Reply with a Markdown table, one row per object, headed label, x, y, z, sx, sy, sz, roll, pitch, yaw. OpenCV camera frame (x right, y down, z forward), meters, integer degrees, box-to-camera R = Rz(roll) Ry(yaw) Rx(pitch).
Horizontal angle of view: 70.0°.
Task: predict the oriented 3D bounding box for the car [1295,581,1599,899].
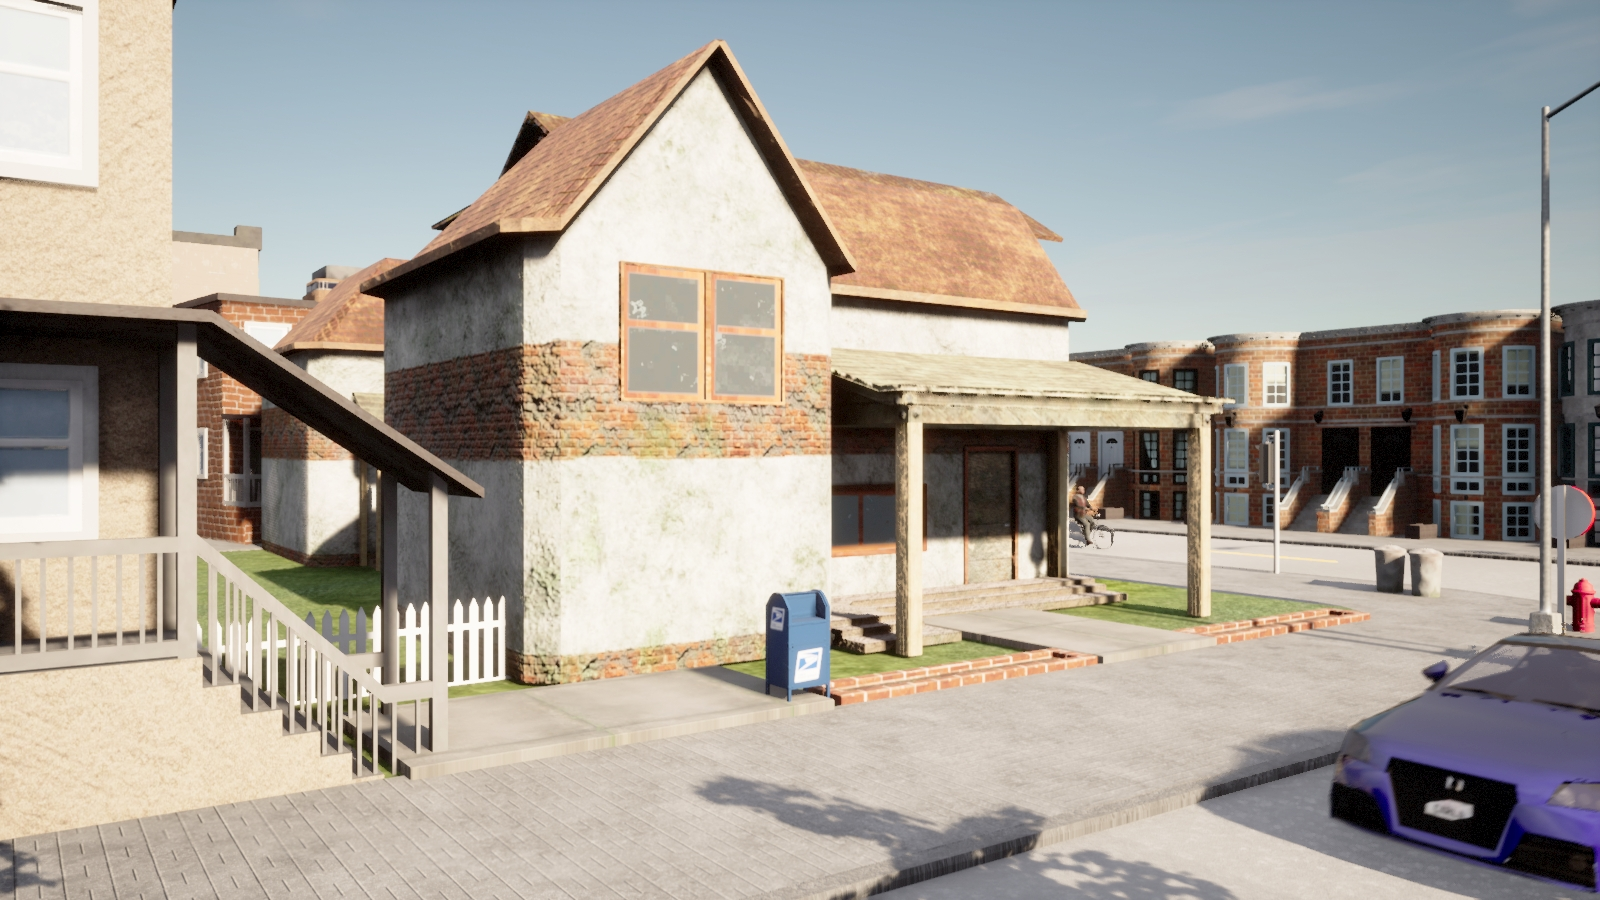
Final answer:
| label | x | y | z | sx | sy | sz | roll | pitch | yaw |
| --- | --- | --- | --- | --- | --- | --- | --- | --- | --- |
| car | 5.781 | 1.894 | 8.444 | 4.181 | 1.385 | 1.994 | 0 | 0 | -35 |
